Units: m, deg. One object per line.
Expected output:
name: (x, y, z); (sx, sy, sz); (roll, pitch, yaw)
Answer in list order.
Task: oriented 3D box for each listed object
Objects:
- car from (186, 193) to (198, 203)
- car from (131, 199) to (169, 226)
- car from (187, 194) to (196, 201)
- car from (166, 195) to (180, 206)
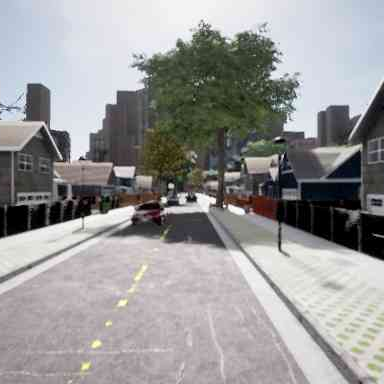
car: (-0.053, 1.035, 60.982); (2.097, 1.767, 4.553); (0, 0, 0)
car: (-2.801, 1.408, 22.291); (1.812, 1.442, 4.674); (0, 0, 1)
car: (-0.060, 1.108, 71.047); (1.895, 1.301, 4.718); (0, 0, 0)
car: (-2.792, 1.259, 49.985); (1.882, 1.535, 5.008); (0, 0, 0)
